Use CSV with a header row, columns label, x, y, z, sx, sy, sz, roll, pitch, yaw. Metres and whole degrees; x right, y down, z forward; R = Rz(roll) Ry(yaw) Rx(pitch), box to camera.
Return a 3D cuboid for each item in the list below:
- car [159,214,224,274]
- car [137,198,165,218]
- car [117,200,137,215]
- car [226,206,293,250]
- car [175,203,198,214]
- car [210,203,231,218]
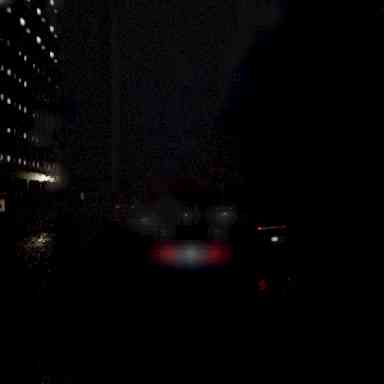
label,x,y,z,sx,sy,sz,roll,pitch,yaw
car,-0.028,1.667,10.983,2.033,1.411,5.357,0,-1,0
car,-4.076,1.604,35.021,2.150,2.045,5.566,0,-1,-2
car,-7.504,1.779,39.170,2.097,1.767,4.553,0,-1,-2
car,3.141,1.598,15.315,2.128,1.511,4.902,-5,0,-1
car,-0.500,1.842,31.153,1.837,1.490,4.892,0,-1,-2
car,2.757,1.780,30.506,2.128,1.511,4.902,-2,-2,-2
